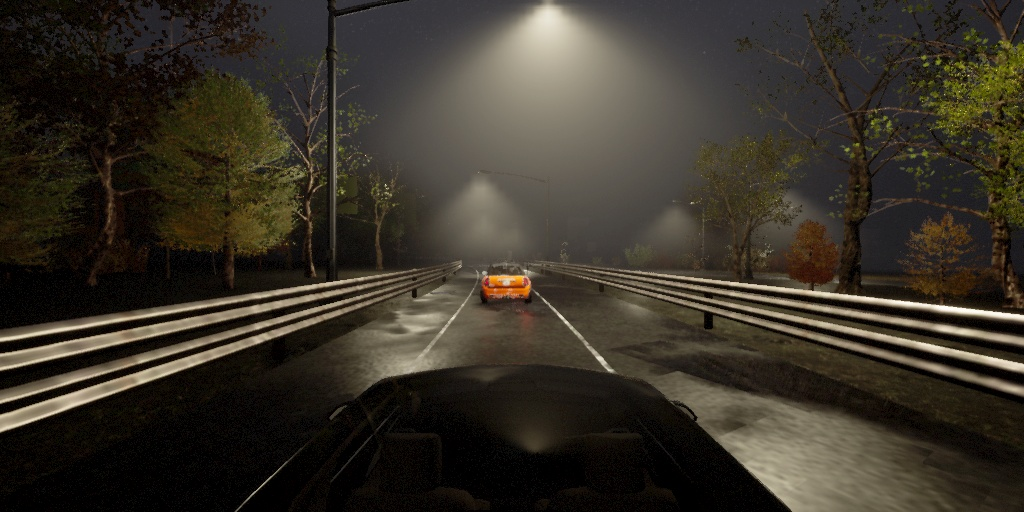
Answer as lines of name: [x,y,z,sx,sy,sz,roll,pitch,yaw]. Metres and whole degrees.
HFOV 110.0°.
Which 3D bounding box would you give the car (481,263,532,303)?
car: [-0.313,1.111,16.575,2.097,1.767,4.553,0,0,-2]
